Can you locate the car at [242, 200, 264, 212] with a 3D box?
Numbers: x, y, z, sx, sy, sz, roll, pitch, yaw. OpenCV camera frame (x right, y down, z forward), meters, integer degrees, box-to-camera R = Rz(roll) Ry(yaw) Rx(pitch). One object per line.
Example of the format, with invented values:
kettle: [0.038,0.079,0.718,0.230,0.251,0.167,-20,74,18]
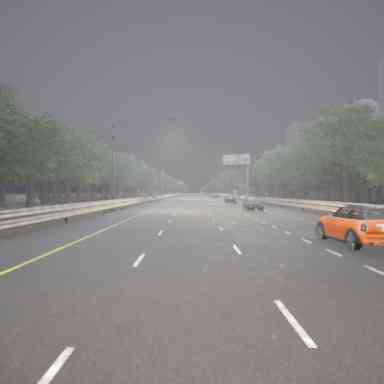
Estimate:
car: [7.089,1.600,38.953,1.895,1.301,4.718,0,0,0]

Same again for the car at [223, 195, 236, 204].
car: [7.235,1.338,64.142,2.097,1.767,4.553,0,0,0]

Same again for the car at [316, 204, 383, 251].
car: [7.014,1.352,14.139,2.097,1.767,4.553,0,0,0]
